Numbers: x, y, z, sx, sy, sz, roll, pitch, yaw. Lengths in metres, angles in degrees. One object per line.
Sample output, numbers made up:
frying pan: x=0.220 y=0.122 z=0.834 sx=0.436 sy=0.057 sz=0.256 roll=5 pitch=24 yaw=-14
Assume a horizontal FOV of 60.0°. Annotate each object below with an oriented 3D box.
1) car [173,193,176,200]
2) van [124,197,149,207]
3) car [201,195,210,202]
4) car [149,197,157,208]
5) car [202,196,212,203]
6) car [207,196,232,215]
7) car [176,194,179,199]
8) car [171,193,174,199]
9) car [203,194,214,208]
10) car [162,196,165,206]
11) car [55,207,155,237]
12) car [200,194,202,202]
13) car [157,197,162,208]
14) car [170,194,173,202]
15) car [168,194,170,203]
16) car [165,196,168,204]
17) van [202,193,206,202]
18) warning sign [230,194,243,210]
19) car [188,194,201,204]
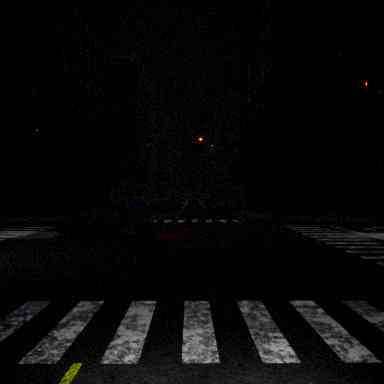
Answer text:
car: x=-5.460 y=1.522 z=78.598 sx=1.752 sy=1.417 sz=4.829 roll=0 pitch=0 yaw=0
van: x=-5.692 y=1.343 z=33.422 sx=1.690 sy=1.788 sz=3.998 roll=0 pitch=0 yaw=0
car: x=3.067 y=1.437 z=78.734 sx=1.967 sy=1.590 sz=4.097 roll=0 pitch=0 yaw=0
car: x=-5.662 y=1.443 z=39.090 sx=1.967 sy=1.590 sz=4.097 roll=0 pitch=0 yaw=0
car: x=3.009 y=1.551 z=67.395 sx=2.008 sy=1.369 sz=4.403 roll=0 pitch=0 yaw=0
car: x=2.834 y=1.442 z=33.380 sx=1.967 sy=1.590 sz=4.097 roll=0 pitch=0 yaw=0
car: x=-5.401 y=1.307 z=90.104 sx=2.192 sy=1.841 sz=5.009 roll=0 pitch=0 yaw=0
car: x=-5.488 y=1.543 z=73.099 sx=1.887 sy=1.381 sz=4.507 roll=0 pitch=0 yaw=0
car: x=2.892 y=1.443 z=44.718 sx=1.967 sy=1.590 sz=4.097 roll=0 pitch=0 yaw=0
car: x=-5.604 y=1.585 z=50.427 sx=1.802 sy=1.307 sz=4.206 roll=0 pitch=0 yaw=0
car: x=-4.511 y=1.600 z=17.373 sx=4.718 sy=1.301 sz=1.895 roll=0 pitch=0 yaw=0
car: x=2.980 y=1.527 z=61.896 sx=1.752 sy=1.417 sz=4.829 roll=0 pitch=0 yaw=0
car: x=-5.633 y=1.569 z=44.758 sx=1.947 sy=1.339 sz=4.313 roll=0 pitch=0 yaw=0
car: x=-5.517 y=1.566 z=67.431 sx=1.947 sy=1.339 sz=4.313 roll=0 pitch=0 yaw=0
car: x=-5.547 y=1.527 z=61.593 sx=1.752 sy=1.417 sz=4.829 roll=0 pitch=0 yaw=0
car: x=-5.575 y=1.568 z=56.095 sx=1.947 sy=1.339 sz=4.313 roll=0 pitch=0 yaw=0
van: x=2.950 y=1.344 z=56.057 sx=1.690 sy=1.788 sz=3.998 roll=0 pitch=0 yaw=0
warning sign: x=5.266 y=1.118 z=39.362 sx=1.300 sy=1.860 sz=1.060 roll=0 pitch=0 yaw=0
car: x=0.324 y=1.565 z=63.753 sx=1.994 sy=1.385 sz=4.181 roll=0 pitch=0 yaw=0
